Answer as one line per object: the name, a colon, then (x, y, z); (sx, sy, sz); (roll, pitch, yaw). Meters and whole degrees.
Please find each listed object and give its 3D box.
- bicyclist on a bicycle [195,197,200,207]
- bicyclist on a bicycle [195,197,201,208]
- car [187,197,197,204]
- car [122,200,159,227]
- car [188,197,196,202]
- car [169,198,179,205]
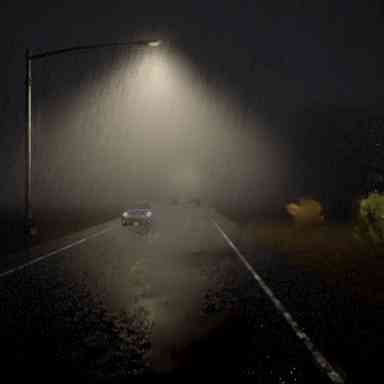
bicyclist on a bicycle: (0.940, 1.713, 56.122); (0.866, 1.612, 1.509); (0, 0, 0)
bicyclist on a bicycle: (0.964, 1.682, 46.400); (0.582, 1.620, 1.656); (0, -1, 0)
car: (0.002, 1.844, 74.328); (1.882, 1.535, 5.008); (0, 0, 0)
car: (-3.598, 1.469, 23.736); (2.097, 1.767, 4.553); (0, 0, 0)
car: (0.002, 1.902, 85.567); (1.994, 1.385, 4.181); (0, 0, 0)
car: (-3.505, 1.849, 65.814); (1.812, 1.442, 4.674); (0, 0, 0)
